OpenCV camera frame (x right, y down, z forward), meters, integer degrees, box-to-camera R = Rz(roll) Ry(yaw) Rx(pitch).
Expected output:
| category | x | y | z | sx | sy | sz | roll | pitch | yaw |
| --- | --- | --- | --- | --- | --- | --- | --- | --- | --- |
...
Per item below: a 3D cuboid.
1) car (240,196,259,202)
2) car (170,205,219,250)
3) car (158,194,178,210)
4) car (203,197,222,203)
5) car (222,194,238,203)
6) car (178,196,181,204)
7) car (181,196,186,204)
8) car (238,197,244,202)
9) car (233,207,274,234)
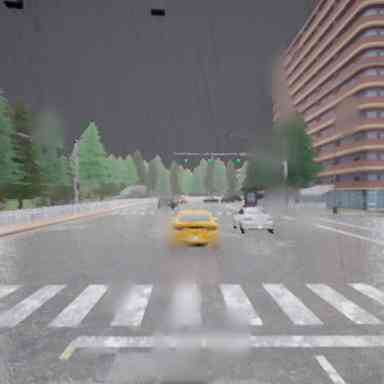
| category | x | y | z | sx | sy | sz | roll | pitch | yaw |
| --- | --- | --- | --- | --- | --- | --- | --- | --- | --- |
| car | 14.584 | 1.788 | 83.593 | 4.902 | 1.511 | 2.128 | 0 | 0 | -43 |
| car | 0.108 | 1.542 | 14.574 | 1.882 | 1.535 | 5.008 | 0 | -1 | 0 |
| car | -3.556 | 1.368 | 47.016 | 2.150 | 2.045 | 5.566 | 0 | 0 | 0 |
| car | 4.327 | 1.832 | 75.667 | 1.895 | 1.301 | 4.718 | 0 | 0 | 30 |
| car | 8.159 | 1.737 | 75.427 | 1.837 | 1.490 | 4.892 | 0 | 0 | 30 |
| car | -3.466 | 1.529 | 56.656 | 2.097 | 1.767 | 4.553 | 0 | 0 | 0 |
| car | -2.577 | 1.560 | 66.602 | 2.097 | 1.767 | 4.553 | 0 | 0 | 12 |
| car | 10.215 | 1.489 | 84.129 | 2.150 | 2.045 | 5.566 | 0 | 0 | 44 |
| car | 3.601 | 1.624 | 19.933 | 1.812 | 1.442 | 4.674 | 0 | 0 | 0 |
